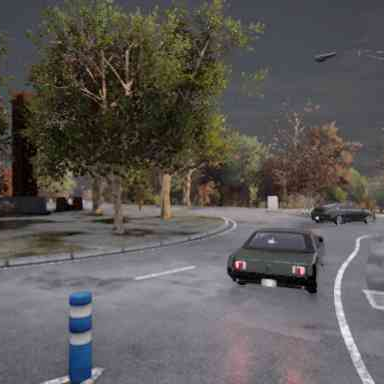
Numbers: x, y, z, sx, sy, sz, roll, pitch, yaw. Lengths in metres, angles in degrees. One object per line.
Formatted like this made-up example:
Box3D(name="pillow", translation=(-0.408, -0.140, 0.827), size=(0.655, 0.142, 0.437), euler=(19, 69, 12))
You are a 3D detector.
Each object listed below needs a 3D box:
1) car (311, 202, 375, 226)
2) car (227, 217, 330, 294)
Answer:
Box3D(name="car", translation=(10.557, 1.503, 23.135), size=(4.892, 1.490, 1.837), euler=(1, -2, -25))
Box3D(name="car", translation=(2.526, 1.606, 8.976), size=(1.895, 1.301, 4.718), euler=(0, 0, 24))
